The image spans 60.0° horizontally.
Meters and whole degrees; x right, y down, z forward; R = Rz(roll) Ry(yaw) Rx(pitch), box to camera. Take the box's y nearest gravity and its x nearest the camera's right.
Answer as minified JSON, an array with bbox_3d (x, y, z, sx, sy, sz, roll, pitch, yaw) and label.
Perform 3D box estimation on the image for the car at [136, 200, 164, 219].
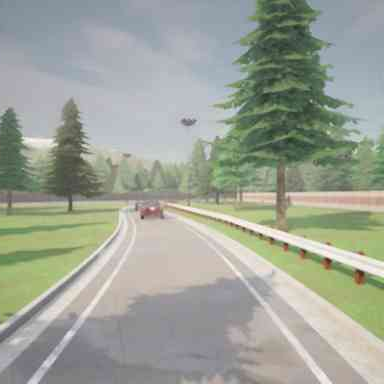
[{"bbox_3d":[-3.948,1.591,31.868,2.097,1.767,4.553,0,0,-12],"label":"car"}]
